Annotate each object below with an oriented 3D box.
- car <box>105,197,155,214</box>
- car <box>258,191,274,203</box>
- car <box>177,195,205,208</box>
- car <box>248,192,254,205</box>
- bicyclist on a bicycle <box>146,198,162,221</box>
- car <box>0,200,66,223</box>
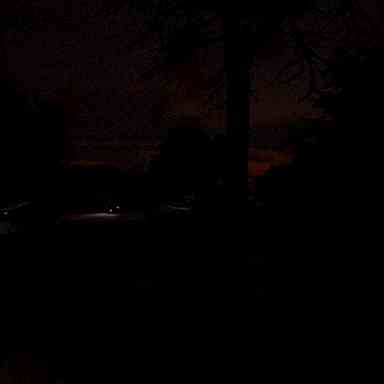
[{"bbox_3d":[-5.630,1.214,31.447,2.033,1.411,5.357,2,2,35],"label":"car"},{"bbox_3d":[13.143,0.943,58.881,2.150,2.045,5.566,1,0,22],"label":"car"},{"bbox_3d":[-0.029,1.080,40.227,1.812,1.442,4.674,1,1,31],"label":"car"},{"bbox_3d":[6.848,0.824,45.828,2.150,2.045,5.566,1,0,28],"label":"car"},{"bbox_3d":[-2.791,1.285,24.299,1.656,1.620,0.582,0,0,36],"label":"bicyclist on a bicycle"},{"bbox_3d":[-11.324,1.315,23.615,1.812,1.442,4.674,2,2,37],"label":"car"}]
